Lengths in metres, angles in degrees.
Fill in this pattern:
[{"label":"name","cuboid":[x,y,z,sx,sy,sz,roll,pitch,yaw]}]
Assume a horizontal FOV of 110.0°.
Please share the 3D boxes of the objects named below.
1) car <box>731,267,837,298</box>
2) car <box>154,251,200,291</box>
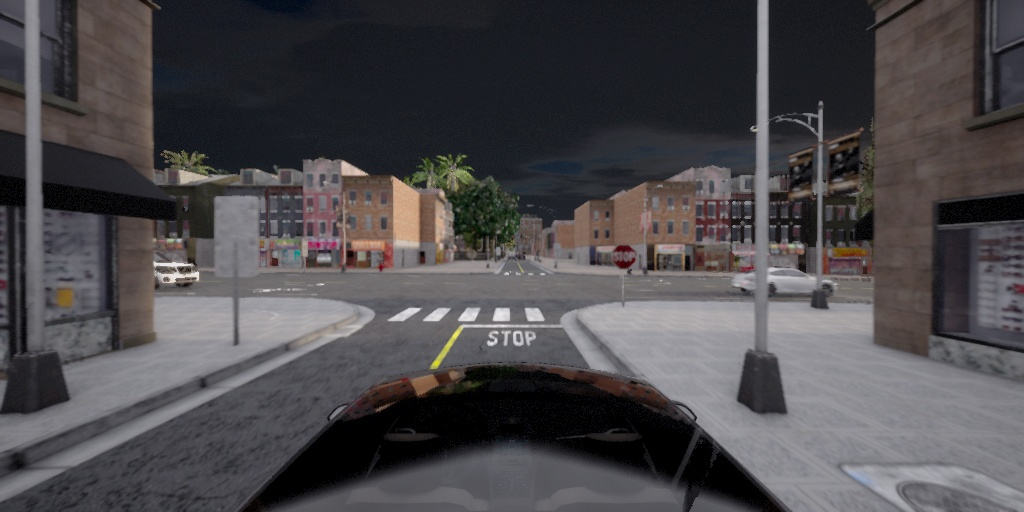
[{"label":"car","cuboid":[13.825,1.295,18.378,4.674,1.442,1.812,1,1,0]},{"label":"car","cuboid":[-19.279,0.670,18.241,5.566,2.045,2.150,0,1,0]}]
